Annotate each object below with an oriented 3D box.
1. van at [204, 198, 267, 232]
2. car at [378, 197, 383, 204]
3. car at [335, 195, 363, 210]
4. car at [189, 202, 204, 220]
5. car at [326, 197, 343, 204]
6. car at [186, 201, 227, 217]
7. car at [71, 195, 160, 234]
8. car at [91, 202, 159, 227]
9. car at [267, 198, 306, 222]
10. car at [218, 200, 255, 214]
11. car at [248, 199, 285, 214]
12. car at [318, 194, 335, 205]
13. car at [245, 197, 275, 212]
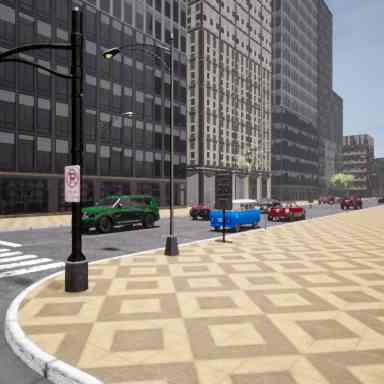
[{"bbox_3d":[2.723,1.368,20.209,1.690,1.788,3.998,0,0,38],"label":"van"},{"bbox_3d":[38.347,1.658,66.425,1.947,1.339,4.313,0,0,38],"label":"car"},{"bbox_3d":[21.322,1.368,44.426,2.192,1.841,5.009,0,0,38],"label":"car"},{"bbox_3d":[1.837,1.624,28.086,1.895,1.301,4.718,0,0,38],"label":"car"},{"bbox_3d":[28.711,1.624,66.849,2.008,1.369,4.403,0,0,38],"label":"car"},{"bbox_3d":[1.471,1.603,31.648,1.802,1.307,4.206,0,0,38],"label":"car"},{"bbox_3d":[-4.380,1.238,20.019,2.150,2.045,5.566,0,0,39],"label":"car"},{"bbox_3d":[-4.657,1.540,23.941,1.752,1.417,4.829,0,0,38],"label":"car"},{"bbox_3d":[7.703,1.472,26.825,1.967,1.590,4.097,0,0,38],"label":"car"},{"bbox_3d":[4.876,1.570,36.049,1.887,1.381,4.507,0,0,38],"label":"car"},{"bbox_3d":[8.224,1.522,36.322,2.128,1.511,4.902,0,0,38],"label":"car"},{"bbox_3d":[25.306,1.380,62.450,2.192,1.841,5.009,0,0,38],"label":"car"},{"bbox_3d":[8.281,1.471,40.449,1.967,1.590,4.097,0,0,38],"label":"car"}]
